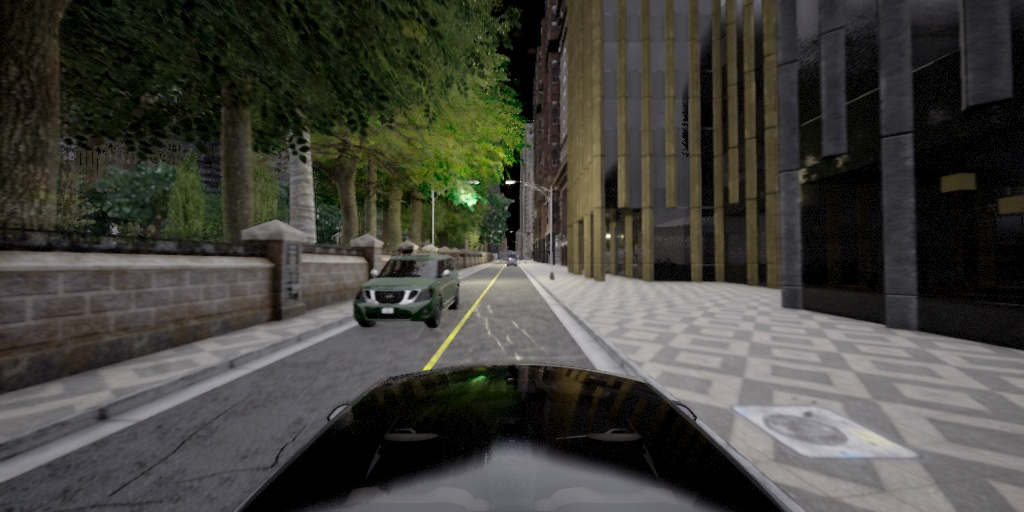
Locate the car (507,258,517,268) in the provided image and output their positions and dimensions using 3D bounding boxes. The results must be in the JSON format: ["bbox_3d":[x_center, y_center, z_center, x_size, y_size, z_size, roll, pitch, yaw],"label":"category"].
[{"bbox_3d":[0.007,1.374,64.048,1.895,1.301,4.718,0,0,0],"label":"car"}]

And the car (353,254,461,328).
[{"bbox_3d":[-3.077,0.968,11.764,2.150,2.045,5.566,0,1,1],"label":"car"}]
